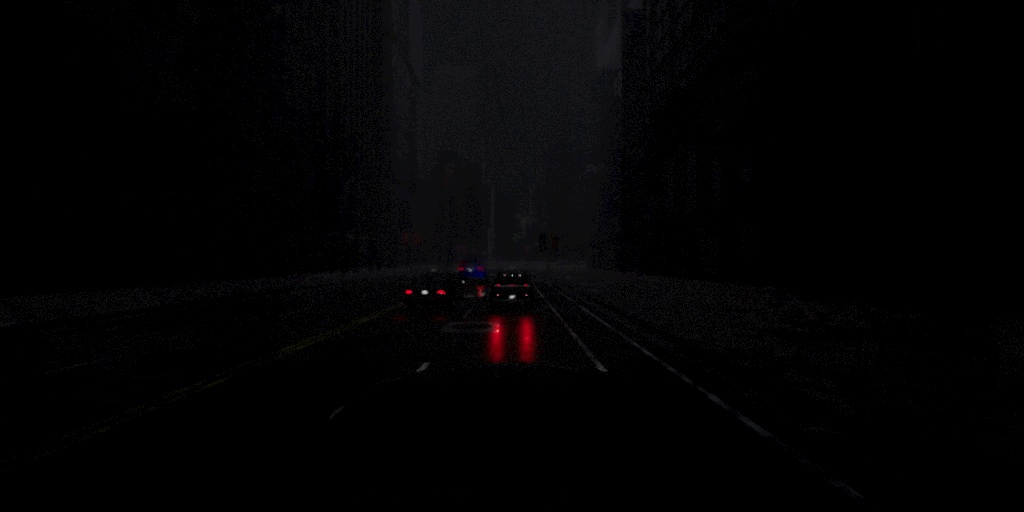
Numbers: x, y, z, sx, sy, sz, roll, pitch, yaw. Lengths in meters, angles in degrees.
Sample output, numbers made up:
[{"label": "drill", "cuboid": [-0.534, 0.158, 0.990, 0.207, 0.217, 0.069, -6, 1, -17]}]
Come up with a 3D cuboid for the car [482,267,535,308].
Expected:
[{"label": "car", "cuboid": [0.010, 1.377, 16.139, 2.128, 1.511, 4.902, 0, 0, 0]}]

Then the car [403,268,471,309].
[{"label": "car", "cuboid": [-3.243, 1.429, 15.838, 2.033, 1.411, 5.357, 0, -1, 0]}]

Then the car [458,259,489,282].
[{"label": "car", "cuboid": [-3.235, 1.238, 30.873, 2.150, 2.045, 5.566, 0, 0, 0]}]
